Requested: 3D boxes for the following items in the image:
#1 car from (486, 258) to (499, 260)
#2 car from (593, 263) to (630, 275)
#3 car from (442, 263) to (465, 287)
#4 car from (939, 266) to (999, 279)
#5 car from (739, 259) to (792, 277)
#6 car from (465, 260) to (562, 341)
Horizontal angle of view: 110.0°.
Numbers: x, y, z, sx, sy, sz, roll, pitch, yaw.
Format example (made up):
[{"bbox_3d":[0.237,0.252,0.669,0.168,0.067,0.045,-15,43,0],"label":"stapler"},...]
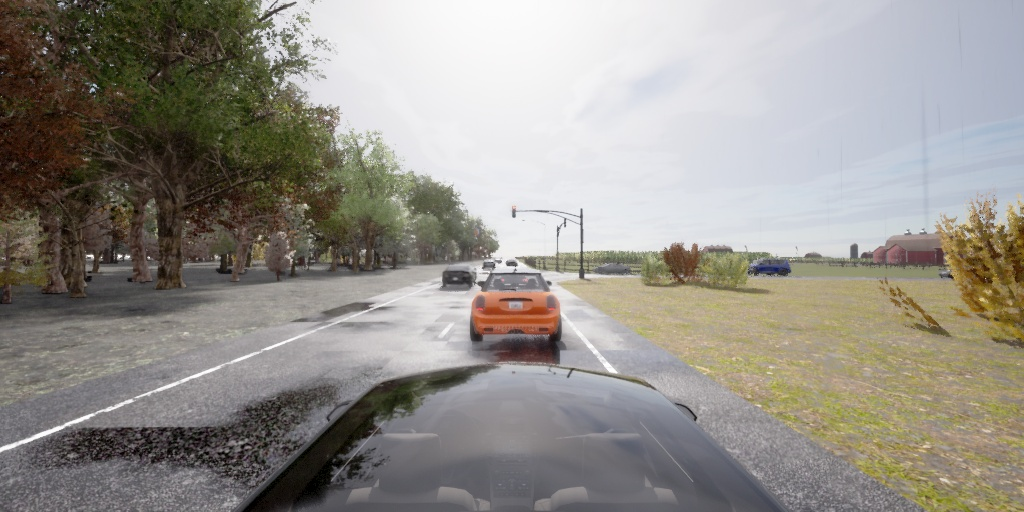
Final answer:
[{"bbox_3d":[-3.554,1.247,57.101,2.128,1.511,4.902,0,0,0],"label":"car"},{"bbox_3d":[11.578,1.504,41.718,4.181,1.385,1.994,1,-1,5],"label":"car"},{"bbox_3d":[-3.460,1.233,24.314,1.882,1.535,5.008,0,0,0],"label":"car"},{"bbox_3d":[48.883,1.772,37.669,4.902,1.511,2.128,1,-1,1],"label":"car"},{"bbox_3d":[28.984,1.345,41.339,5.566,2.045,2.150,1,-1,0],"label":"car"},{"bbox_3d":[0.079,1.104,9.993,2.097,1.767,4.553,0,0,0],"label":"car"}]
